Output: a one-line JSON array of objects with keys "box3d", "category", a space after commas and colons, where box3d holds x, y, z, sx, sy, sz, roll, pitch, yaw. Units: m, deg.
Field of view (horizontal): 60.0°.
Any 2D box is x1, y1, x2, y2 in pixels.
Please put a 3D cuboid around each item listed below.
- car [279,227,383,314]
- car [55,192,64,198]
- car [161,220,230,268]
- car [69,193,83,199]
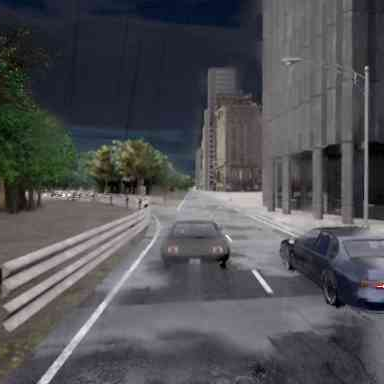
[{"box3d": [3.589, 1.537, 7.857, 2.033, 1.411, 5.357, 0, 0, 0], "category": "car"}, {"box3d": [-34.010, 0.710, 84.221, 1.895, 1.301, 4.718, 0, 1, -39], "category": "car"}, {"box3d": [0.097, 1.586, 11.197, 1.895, 1.301, 4.718, 0, 0, 0], "category": "car"}, {"box3d": [-26.876, 0.917, 76.826, 4.892, 1.490, 1.837, 1, 1, 44], "category": "car"}]
